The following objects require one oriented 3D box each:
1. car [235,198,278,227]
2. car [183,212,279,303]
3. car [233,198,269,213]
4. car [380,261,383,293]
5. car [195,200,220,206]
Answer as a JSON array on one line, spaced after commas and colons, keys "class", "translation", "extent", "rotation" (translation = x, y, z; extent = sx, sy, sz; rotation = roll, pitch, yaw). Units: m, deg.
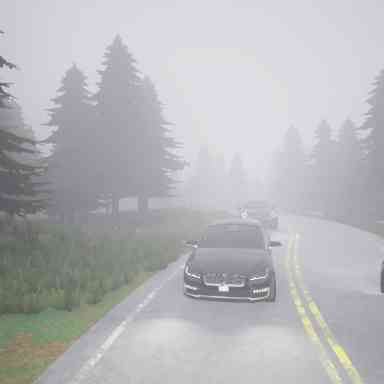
[{"class": "car", "translation": [3.893, 1.270, 20.369], "extent": [2.097, 1.767, 4.553], "rotation": [-1, 0, 5]}, {"class": "car", "translation": [1.098, 1.496, 8.418], "extent": [1.837, 1.490, 4.892], "rotation": [-1, 0, 13]}, {"class": "car", "translation": [6.232, 1.410, 35.736], "extent": [1.837, 1.490, 4.892], "rotation": [2, -1, -16]}, {"class": "car", "translation": [4.497, 1.308, 4.645], "extent": [2.097, 1.767, 4.553], "rotation": [-1, 0, 8]}, {"class": "car", "translation": [1.956, 1.798, 44.865], "extent": [1.812, 1.442, 4.674], "rotation": [3, -5, -35]}]
